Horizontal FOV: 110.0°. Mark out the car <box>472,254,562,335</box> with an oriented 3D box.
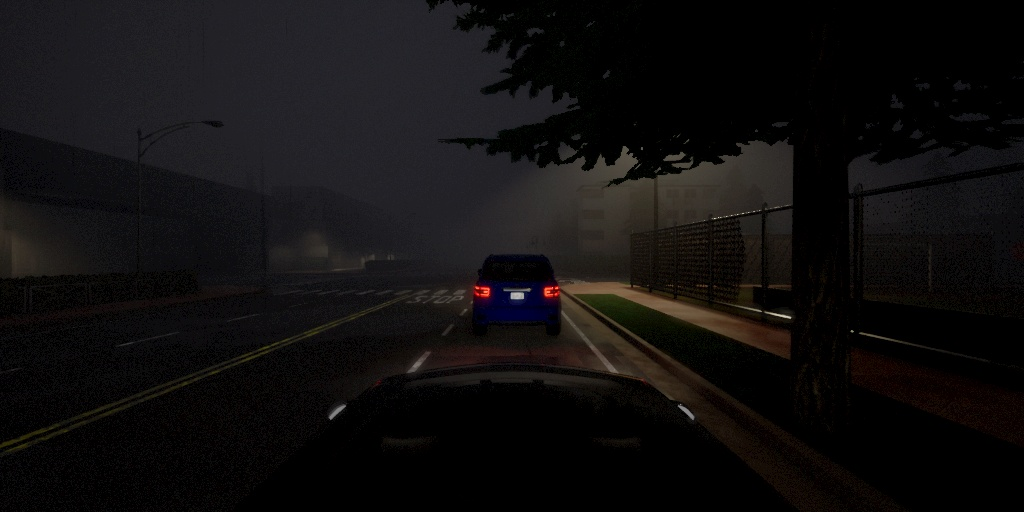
[{"bbox_3d":[0.125,0.972,10.594,2.150,2.045,5.566,0,0,0],"label":"car"}]
